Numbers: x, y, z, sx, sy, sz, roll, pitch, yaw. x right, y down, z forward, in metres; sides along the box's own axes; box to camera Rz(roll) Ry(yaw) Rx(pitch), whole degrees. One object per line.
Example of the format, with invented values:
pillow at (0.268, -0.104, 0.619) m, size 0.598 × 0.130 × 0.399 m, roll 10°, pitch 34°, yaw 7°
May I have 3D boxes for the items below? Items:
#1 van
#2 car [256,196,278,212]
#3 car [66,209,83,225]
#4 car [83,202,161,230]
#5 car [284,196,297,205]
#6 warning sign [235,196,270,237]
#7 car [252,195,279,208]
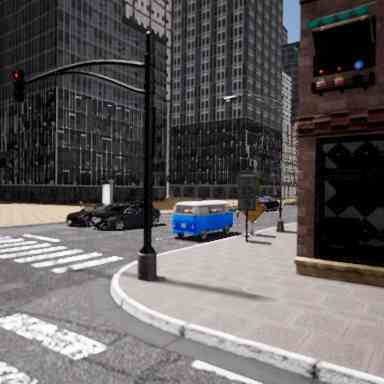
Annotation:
van at (0.674, 1.358, 17.135) m, size 1.690 × 1.788 × 3.998 m, roll 1°, pitch 1°, yaw 35°
car at (8.145, 1.378, 37.609) m, size 2.128 × 1.511 × 4.902 m, roll 1°, pitch 1°, yaw 36°
car at (-6.157, 1.447, 21.996) m, size 1.947 × 1.339 × 4.313 m, roll 1°, pitch 1°, yaw 35°
car at (-3.980, 1.428, 20.587) m, size 1.837 × 1.490 × 4.892 m, roll 1°, pitch 1°, yaw 35°
car at (16.196, 1.345, 53.414) m, size 1.752 × 1.417 × 4.829 m, roll 1°, pitch 1°, yaw 35°
warning sign at (2.956, 1.169, 16.240) m, size 1.300 × 1.860 × 1.060 m, roll 1°, pitch 1°, yaw 35°
car at (9.880, 1.274, 44.535) m, size 1.967 × 1.590 × 4.097 m, roll 1°, pitch 1°, yaw 35°
